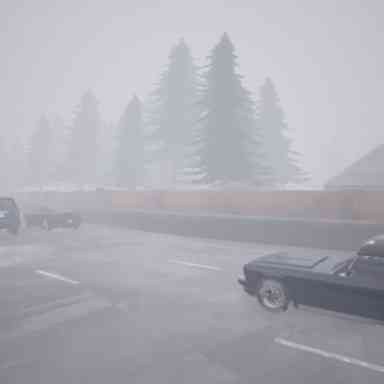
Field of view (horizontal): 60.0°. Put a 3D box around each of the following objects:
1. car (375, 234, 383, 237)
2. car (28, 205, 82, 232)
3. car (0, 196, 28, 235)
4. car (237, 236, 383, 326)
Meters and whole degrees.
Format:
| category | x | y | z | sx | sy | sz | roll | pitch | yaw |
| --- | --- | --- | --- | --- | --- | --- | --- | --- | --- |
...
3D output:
| category | x | y | z | sx | sy | sz | roll | pitch | yaw |
| --- | --- | --- | --- | --- | --- | --- | --- | --- | --- |
| car | 6.449 | 1.392 | 8.080 | 4.553 | 1.767 | 2.097 | 0 | 0 | 35 |
| car | -8.719 | 1.521 | 20.548 | 5.008 | 1.535 | 1.882 | 0 | 0 | 43 |
| car | -11.282 | 1.252 | 18.131 | 5.566 | 2.045 | 2.150 | 0 | 0 | 43 |
| car | 3.256 | 1.628 | 6.030 | 4.718 | 1.301 | 1.895 | 0 | 0 | 36 |
